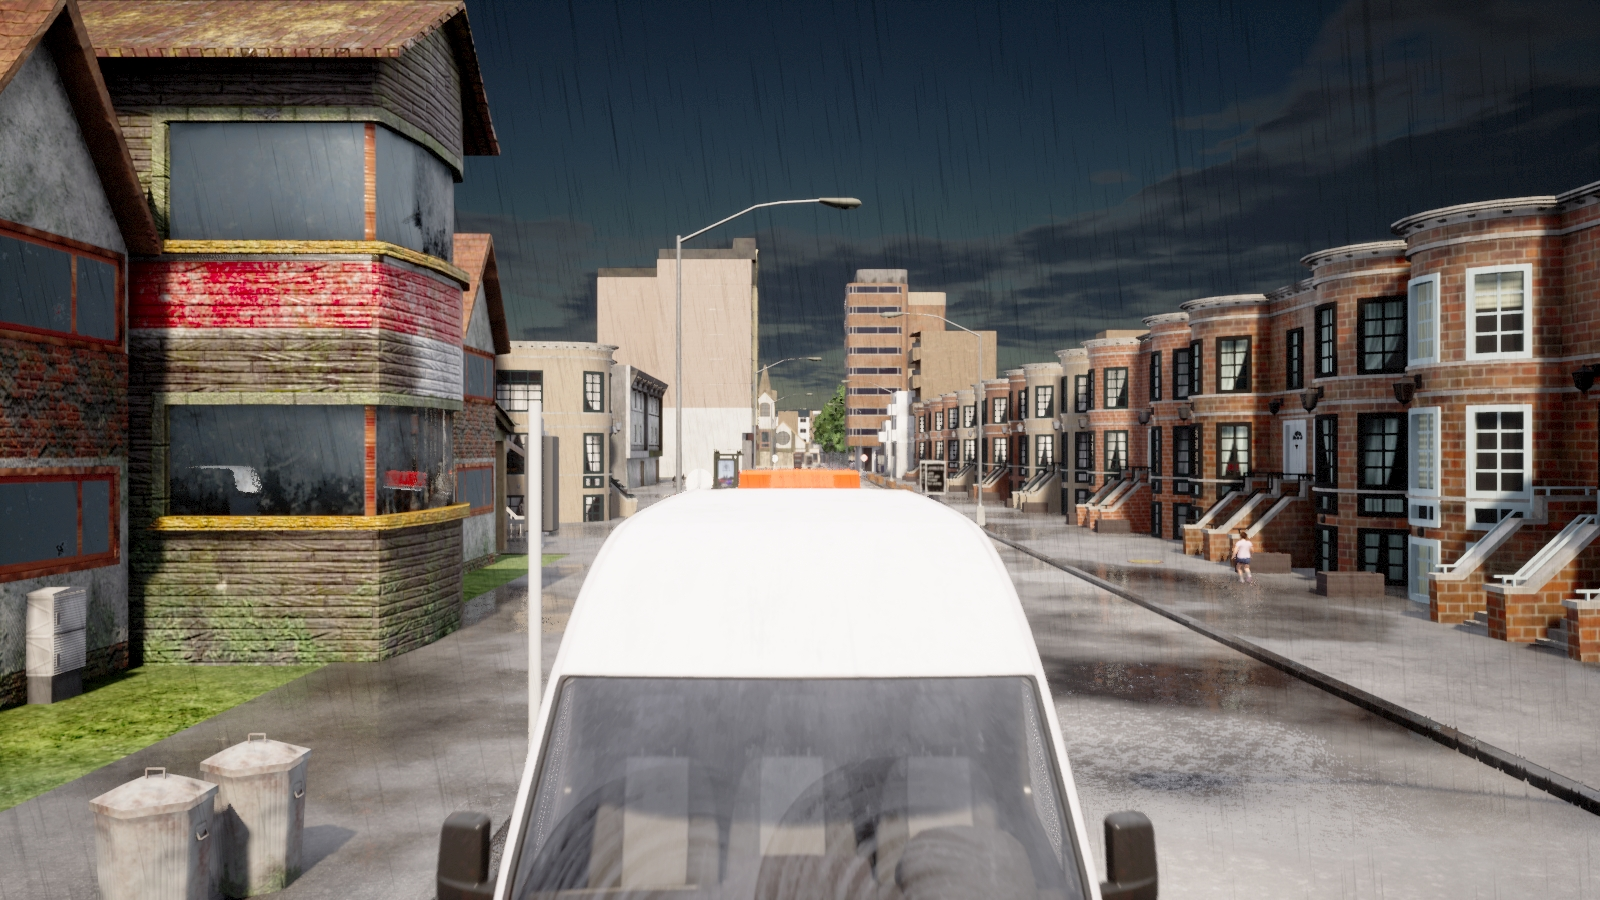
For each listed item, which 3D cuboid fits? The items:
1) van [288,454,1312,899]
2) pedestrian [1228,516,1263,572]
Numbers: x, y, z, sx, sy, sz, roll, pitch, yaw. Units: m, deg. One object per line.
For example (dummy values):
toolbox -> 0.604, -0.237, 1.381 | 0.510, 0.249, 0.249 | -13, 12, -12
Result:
van -> -0.002, 1.314, 5.177 | 1.988, 2.561, 5.915 | 0, 0, 0
pedestrian -> 9.030, 1.904, 23.167 | 0.500, 1.100, 0.500 | 0, 0, -2
